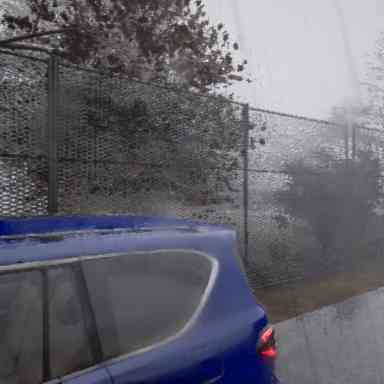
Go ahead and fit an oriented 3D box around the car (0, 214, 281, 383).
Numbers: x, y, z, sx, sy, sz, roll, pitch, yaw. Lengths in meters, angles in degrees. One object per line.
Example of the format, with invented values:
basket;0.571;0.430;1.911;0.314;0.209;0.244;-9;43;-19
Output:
car;-1.940;1.217;1.679;5.566;2.045;2.150;0;0;-35
